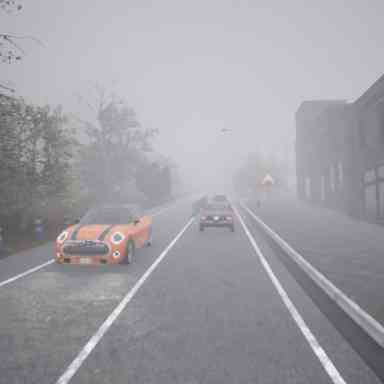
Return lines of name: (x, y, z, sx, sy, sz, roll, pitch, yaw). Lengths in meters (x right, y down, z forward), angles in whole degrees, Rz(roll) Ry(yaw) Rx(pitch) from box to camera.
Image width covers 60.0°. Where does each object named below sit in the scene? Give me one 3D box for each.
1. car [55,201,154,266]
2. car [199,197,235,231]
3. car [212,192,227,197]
car: (-2.693, 1.223, 11.149, 2.097, 1.767, 4.553, 0, 1, 5)
car: (1.395, 1.249, 18.402, 2.033, 1.411, 5.357, 0, 1, 5)
car: (3.510, 0.678, 42.606, 1.812, 1.442, 4.674, -1, 2, 5)
